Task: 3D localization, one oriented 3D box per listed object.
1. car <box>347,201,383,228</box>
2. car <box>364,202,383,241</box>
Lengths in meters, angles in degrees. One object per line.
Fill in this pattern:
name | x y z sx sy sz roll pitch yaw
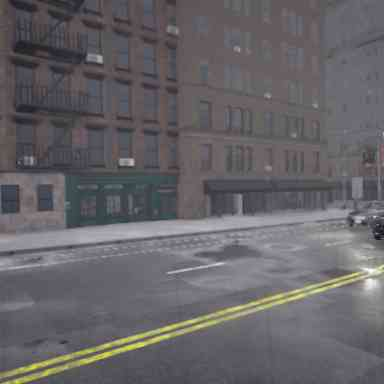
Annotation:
car | 11.035 1.308 19.507 4.902 1.511 2.128 -1 0 -35
car | 9.956 1.331 14.760 5.008 1.535 1.882 0 0 -35
